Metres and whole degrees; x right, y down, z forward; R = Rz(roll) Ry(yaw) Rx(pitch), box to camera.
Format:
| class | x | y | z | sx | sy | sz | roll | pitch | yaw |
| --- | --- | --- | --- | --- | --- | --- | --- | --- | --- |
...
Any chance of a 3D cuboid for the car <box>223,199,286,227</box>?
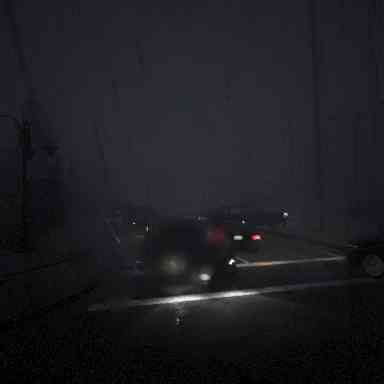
| class | x | y | z | sx | sy | sz | roll | pitch | yaw |
| --- | --- | --- | --- | --- | --- | --- | --- | --- | --- |
| car | 2.851 | 1.467 | 19.900 | 5.357 | 1.411 | 2.033 | -3 | 1 | -15 |

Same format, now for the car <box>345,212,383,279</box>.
| class | x | y | z | sx | sy | sz | roll | pitch | yaw |
| --- | --- | --- | --- | --- | --- | --- | --- | --- | --- |
| car | 6.527 | 1.475 | 8.231 | 5.008 | 1.535 | 1.882 | 0 | 0 | 39 |

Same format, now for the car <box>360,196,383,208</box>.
| class | x | y | z | sx | sy | sz | roll | pitch | yaw |
| --- | --- | --- | --- | --- | --- | --- | --- | --- | --- |
| car | 23.932 | 1.274 | 43.159 | 1.845 | 1.501 | 3.633 | 0 | 0 | -17 |

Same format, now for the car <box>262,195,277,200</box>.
| class | x | y | z | sx | sy | sz | roll | pitch | yaw |
| --- | --- | --- | --- | --- | --- | --- | --- | --- | --- |
| car | 10.378 | 1.278 | 47.098 | 2.152 | 1.636 | 5.027 | 0 | 0 | -17 |

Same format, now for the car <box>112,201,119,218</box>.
| class | x | y | z | sx | sy | sz | roll | pitch | yaw |
| --- | --- | --- | --- | --- | --- | --- | --- | --- | --- |
| car | -6.246 | 1.515 | 30.096 | 2.033 | 1.411 | 5.357 | 0 | 0 | -17 |

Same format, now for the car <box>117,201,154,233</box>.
| class | x | y | z | sx | sy | sz | roll | pitch | yaw |
| --- | --- | --- | --- | --- | --- | --- | --- | --- | --- |
| car | -3.095 | 1.529 | 19.941 | 2.033 | 1.411 | 5.357 | 0 | 0 | -17 |

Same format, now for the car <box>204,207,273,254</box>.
| class | x | y | z | sx | sy | sz | roll | pitch | yaw |
| --- | --- | --- | --- | --- | --- | --- | --- | --- | --- |
| car | 1.352 | 1.538 | 13.393 | 2.033 | 1.411 | 5.357 | 0 | 0 | -4 |

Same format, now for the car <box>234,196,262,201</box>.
| class | x | y | z | sx | sy | sz | roll | pitch | yaw |
| --- | --- | --- | --- | --- | --- | --- | --- | --- | --- |
| car | 7.389 | 1.288 | 46.145 | 2.007 | 1.523 | 4.514 | 0 | 0 | -17 |

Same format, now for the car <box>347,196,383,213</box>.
| class | x | y | z | sx | sy | sz | roll | pitch | yaw |
| --- | --- | --- | --- | --- | --- | --- | --- | --- | --- |
| car | 15.610 | 1.356 | 29.180 | 1.970 | 1.475 | 3.806 | 0 | 0 | -17 |

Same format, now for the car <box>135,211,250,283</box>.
| class | x | y | z | sx | sy | sz | roll | pitch | yaw |
| --- | --- | --- | --- | --- | --- | --- | --- | --- | --- |
| car | -0.371 | 1.543 | 10.104 | 2.033 | 1.411 | 5.357 | 0 | 0 | -15 |
